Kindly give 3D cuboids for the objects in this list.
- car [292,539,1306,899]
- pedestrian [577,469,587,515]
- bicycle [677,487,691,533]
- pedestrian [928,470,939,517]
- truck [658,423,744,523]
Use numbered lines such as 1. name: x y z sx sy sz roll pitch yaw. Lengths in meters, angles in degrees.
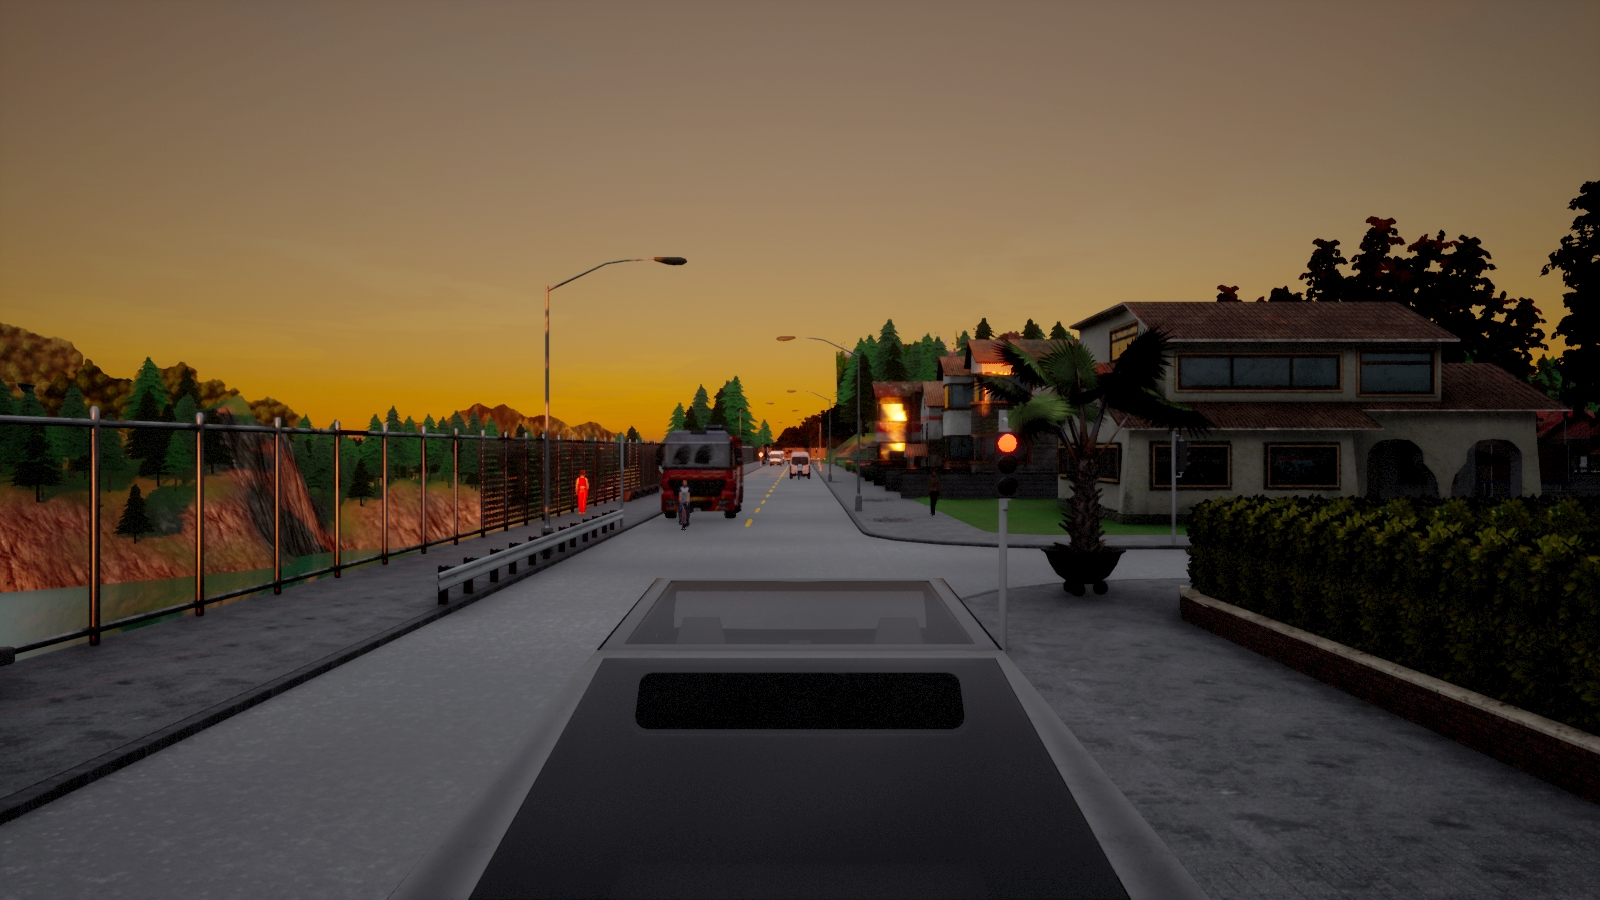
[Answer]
1. car: -0.001 1.751 5.830 2.390 2.098 6.274 0 0 0
2. pedestrian: -8.962 1.727 46.976 0.375 1.860 0.375 0 0 -15
3. bicycle: -3.974 2.041 39.166 0.373 1.496 1.643 0 0 -2
4. pedestrian: 5.273 1.719 45.194 0.375 1.860 0.375 0 0 -1
5. truck: -3.997 0.872 48.151 2.891 3.827 8.468 0 0 0
